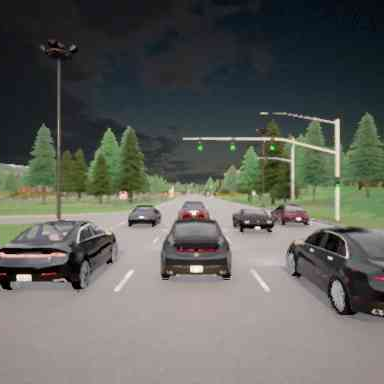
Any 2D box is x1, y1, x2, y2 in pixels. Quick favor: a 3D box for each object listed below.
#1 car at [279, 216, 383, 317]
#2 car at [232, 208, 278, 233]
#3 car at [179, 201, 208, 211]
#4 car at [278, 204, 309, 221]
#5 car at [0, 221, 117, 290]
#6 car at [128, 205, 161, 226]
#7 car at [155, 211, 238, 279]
[{"bbox_3d":[3.607,1.538,7.540,1.837,1.490,4.892,0,0,0],"label":"car"},{"bbox_3d":[3.613,1.686,20.475,1.895,1.301,4.718,0,0,0],"label":"car"},{"bbox_3d":[0.117,1.451,23.945,2.097,1.767,4.553,0,0,0],"label":"car"},{"bbox_3d":[7.114,1.627,24.469,1.812,1.442,4.674,0,0,0],"label":"car"},{"bbox_3d":[-3.394,1.531,9.151,2.128,1.511,4.902,0,0,0],"label":"car"},{"bbox_3d":[-3.384,1.665,24.246,1.994,1.385,4.181,0,0,0],"label":"car"},{"bbox_3d":[0.106,1.549,10.207,1.837,1.490,4.892,0,0,0],"label":"car"}]
